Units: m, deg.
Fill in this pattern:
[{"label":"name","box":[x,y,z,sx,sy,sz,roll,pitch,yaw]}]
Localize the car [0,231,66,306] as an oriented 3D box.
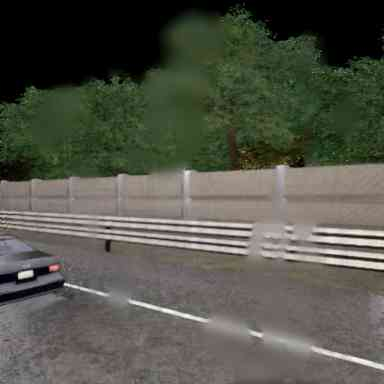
[{"label":"car","box":[-5.155,1.611,7.690,5.357,1.411,2.033,-1,0,36]}]
